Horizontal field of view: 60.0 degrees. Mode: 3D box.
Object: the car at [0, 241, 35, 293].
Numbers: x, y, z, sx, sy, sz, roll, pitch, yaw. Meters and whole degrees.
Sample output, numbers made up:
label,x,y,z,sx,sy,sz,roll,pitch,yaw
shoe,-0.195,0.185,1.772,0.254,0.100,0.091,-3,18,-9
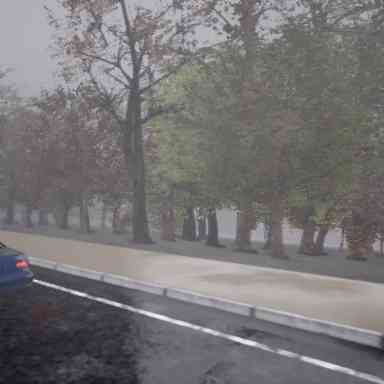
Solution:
label,x,y,z,sx,sy,sz,roll,pitch,yaw
car,-5.829,1.539,7.778,5.357,1.411,2.033,0,0,36
